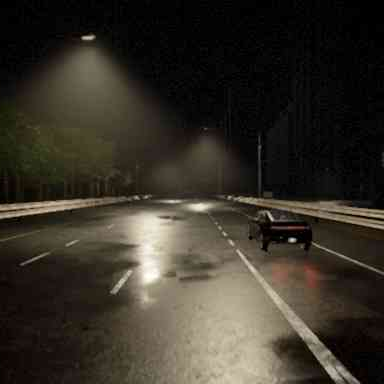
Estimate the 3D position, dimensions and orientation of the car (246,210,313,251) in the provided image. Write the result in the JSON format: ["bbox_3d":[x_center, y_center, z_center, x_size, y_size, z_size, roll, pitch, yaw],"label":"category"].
[{"bbox_3d":[3.520,1.486,14.127,2.128,1.511,4.902,0,0,0],"label":"car"}]
